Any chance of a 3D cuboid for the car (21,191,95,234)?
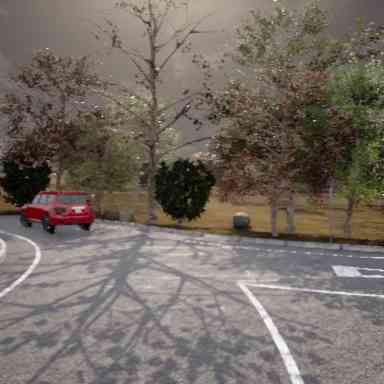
[{"bbox_3d":[-7.333,0.982,17.939,2.150,2.045,5.566,0,0,-44],"label":"car"}]
